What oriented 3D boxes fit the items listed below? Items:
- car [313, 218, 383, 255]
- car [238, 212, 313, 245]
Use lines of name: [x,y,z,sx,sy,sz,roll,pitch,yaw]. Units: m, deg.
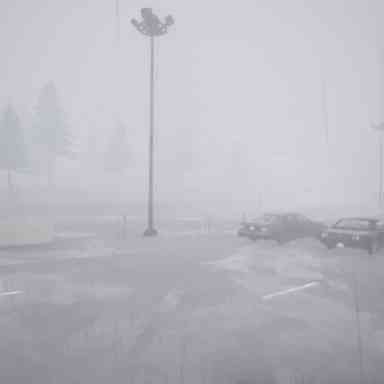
car: [7.377,1.753,14.120,4.718,1.301,1.895,1,0,-40]
car: [4.602,1.691,16.360,5.357,1.411,2.033,1,0,-40]
